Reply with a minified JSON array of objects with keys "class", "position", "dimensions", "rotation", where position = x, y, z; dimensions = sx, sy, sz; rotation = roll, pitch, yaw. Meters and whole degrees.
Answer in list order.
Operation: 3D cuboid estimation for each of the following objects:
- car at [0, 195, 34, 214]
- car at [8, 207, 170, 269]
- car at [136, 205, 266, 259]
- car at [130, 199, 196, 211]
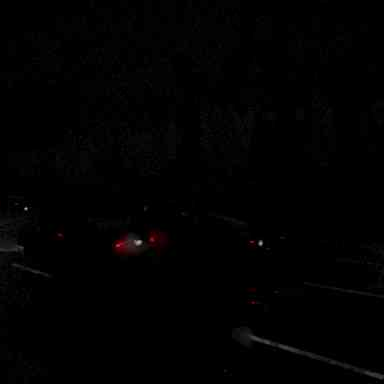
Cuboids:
[{"class":"car","position":[-15.299,1.060,28.231],"dimensions":[4.892,1.490,1.837],"rotation":[1,1,37]},{"class":"car","position":[-3.480,1.409,10.652],"dimensions":[5.357,1.411,2.033],"rotation":[1,1,37]},{"class":"car","position":[0.376,1.422,12.125],"dimensions":[4.674,1.442,1.812],"rotation":[1,1,37]},{"class":"car","position":[-1.563,1.170,17.958],"dimensions":[4.553,1.767,2.097],"rotation":[1,1,37]}]
